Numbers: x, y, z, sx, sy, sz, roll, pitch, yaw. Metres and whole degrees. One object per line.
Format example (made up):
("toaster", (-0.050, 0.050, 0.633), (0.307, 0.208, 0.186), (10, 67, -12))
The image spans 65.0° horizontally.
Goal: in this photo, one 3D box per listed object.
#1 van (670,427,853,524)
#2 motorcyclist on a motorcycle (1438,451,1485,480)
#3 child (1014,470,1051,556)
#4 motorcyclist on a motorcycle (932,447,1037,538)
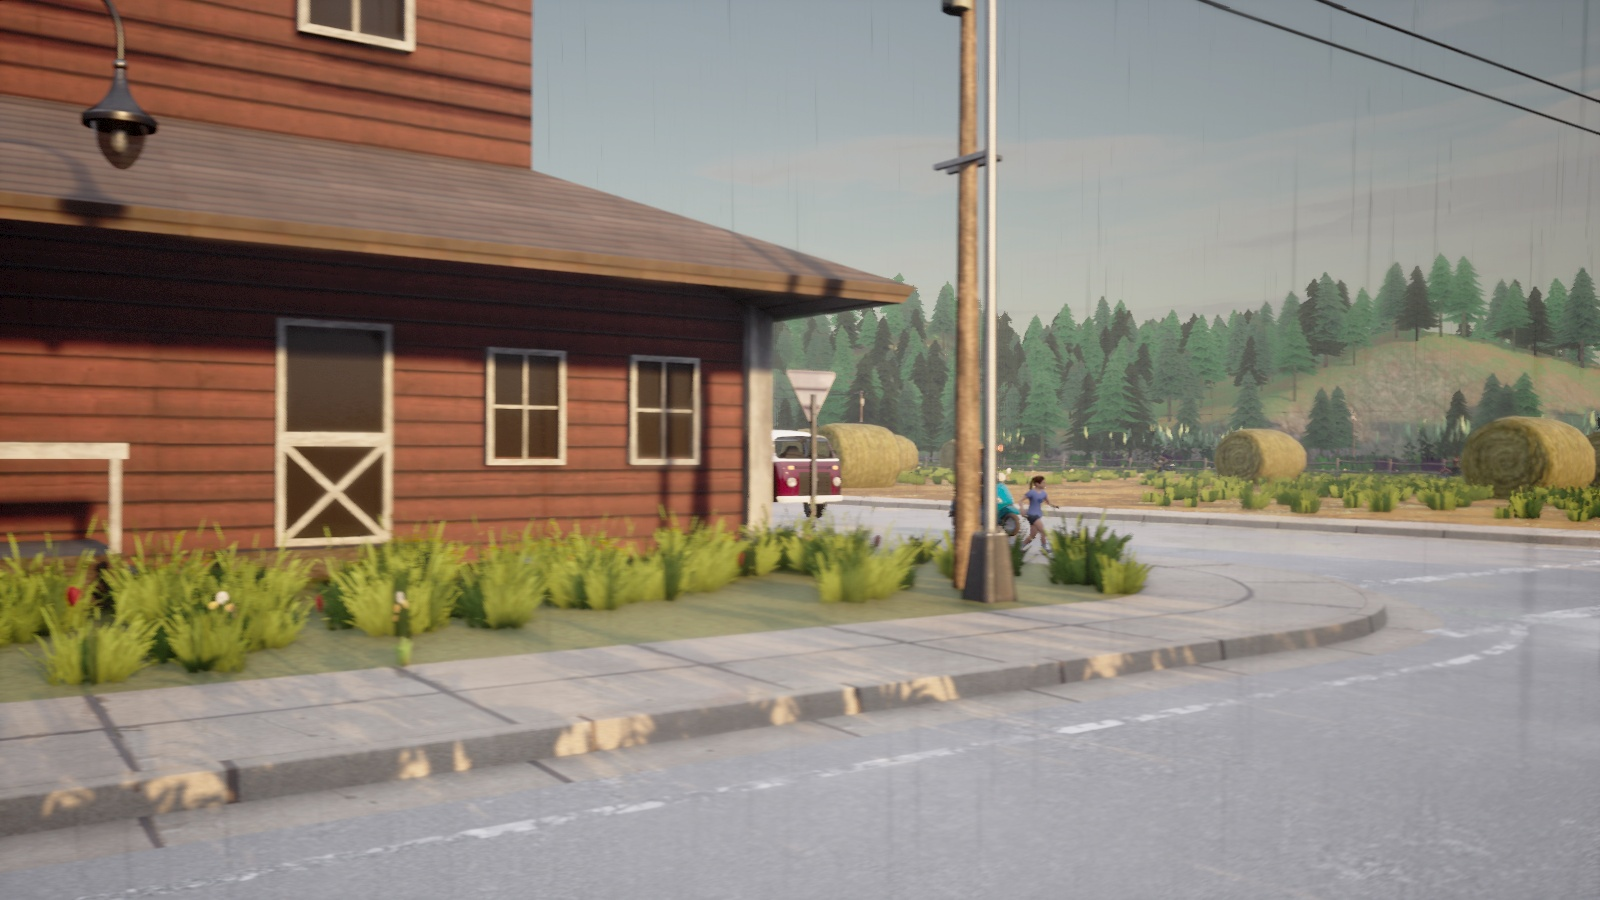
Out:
("van", (-0.970, 0.542, 28.892), (2.069, 2.038, 4.480), (0, 0, -36))
("motorcyclist on a motorcycle", (38.451, 0.887, 73.001), (0.766, 1.649, 2.350), (0, 0, -32))
("child", (3.042, 0.815, 16.420), (0.394, 1.110, 0.255), (0, 0, 37))
("motorcyclist on a motorcycle", (3.338, 0.748, 22.895), (0.866, 1.590, 1.817), (0, 0, -36))
